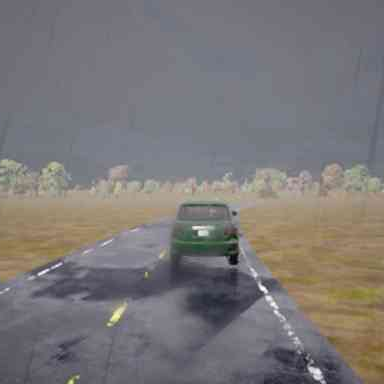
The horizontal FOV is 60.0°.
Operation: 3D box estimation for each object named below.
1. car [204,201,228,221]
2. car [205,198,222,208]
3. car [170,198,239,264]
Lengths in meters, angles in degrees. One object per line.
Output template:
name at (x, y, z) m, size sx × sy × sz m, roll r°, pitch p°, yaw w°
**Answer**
car at (2.244, 1.630, 29.898) m, size 1.882 × 1.535 × 5.008 m, roll 0°, pitch 0°, yaw 8°
car at (3.531, 1.738, 54.015) m, size 1.882 × 1.535 × 5.008 m, roll 0°, pitch -1°, yaw 14°
car at (0.514, 1.291, 12.325) m, size 2.150 × 2.045 × 5.566 m, roll 0°, pitch 0°, yaw 4°
